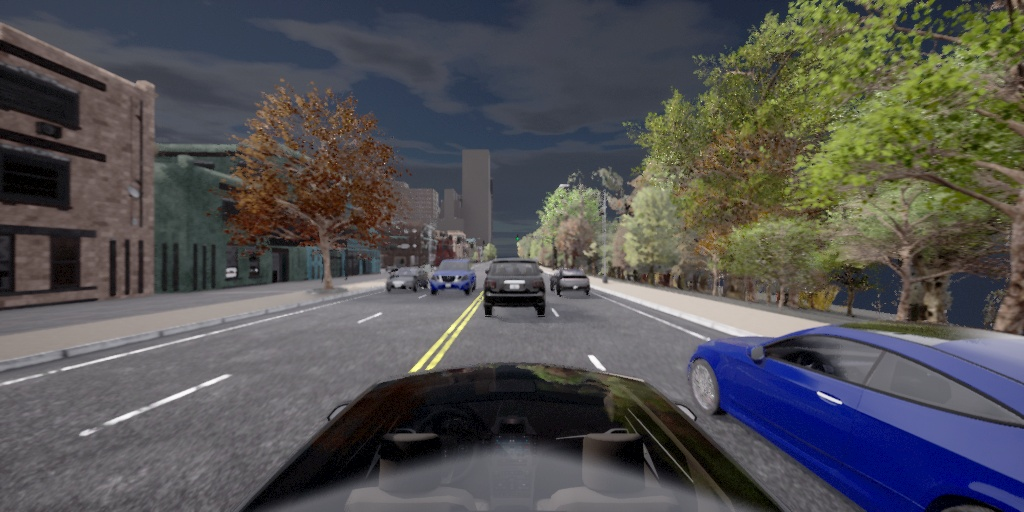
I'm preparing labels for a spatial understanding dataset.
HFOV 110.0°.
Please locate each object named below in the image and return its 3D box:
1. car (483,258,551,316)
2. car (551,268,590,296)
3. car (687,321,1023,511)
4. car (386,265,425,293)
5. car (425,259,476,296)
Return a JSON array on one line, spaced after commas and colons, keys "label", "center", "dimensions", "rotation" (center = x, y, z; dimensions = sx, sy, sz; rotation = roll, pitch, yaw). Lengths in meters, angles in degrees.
[{"label": "car", "center": [0.096, 1.119, 14.212], "dimensions": [2.150, 2.045, 5.566], "rotation": [0, -1, 0]}, {"label": "car", "center": [3.304, 1.471, 21.173], "dimensions": [2.128, 1.511, 4.902], "rotation": [0, -1, -1]}, {"label": "car", "center": [3.351, 1.292, 3.075], "dimensions": [1.812, 1.442, 4.674], "rotation": [0, -1, 0]}, {"label": "car", "center": [-6.664, 1.499, 23.329], "dimensions": [2.128, 1.511, 4.902], "rotation": [0, -1, -1]}, {"label": "car", "center": [-3.389, 1.208, 21.638], "dimensions": [2.150, 2.045, 5.566], "rotation": [0, -1, -1]}]
